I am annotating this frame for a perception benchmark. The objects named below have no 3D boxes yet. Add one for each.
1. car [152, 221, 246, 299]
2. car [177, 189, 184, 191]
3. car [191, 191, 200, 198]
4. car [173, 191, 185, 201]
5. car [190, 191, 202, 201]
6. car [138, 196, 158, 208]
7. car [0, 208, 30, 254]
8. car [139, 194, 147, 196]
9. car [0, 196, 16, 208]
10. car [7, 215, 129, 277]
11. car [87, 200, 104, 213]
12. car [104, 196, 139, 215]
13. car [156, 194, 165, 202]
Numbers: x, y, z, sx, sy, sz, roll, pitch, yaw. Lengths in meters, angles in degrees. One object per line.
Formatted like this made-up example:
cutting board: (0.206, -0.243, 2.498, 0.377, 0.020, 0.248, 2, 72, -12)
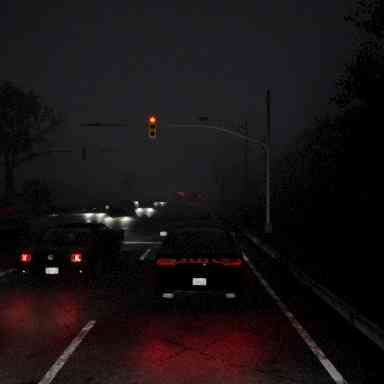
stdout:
car: (0.153, 1.478, 8.522, 1.882, 1.535, 5.008, 0, 0, 0)
car: (-2.689, 0.173, 77.247, 2.097, 1.767, 4.553, 0, 3, 1)
car: (0.815, 0.561, 77.603, 1.895, 1.301, 4.718, 0, 3, 1)
car: (-2.808, 1.070, 66.869, 2.033, 1.411, 5.357, 0, 3, 1)
car: (0.792, 0.738, 66.938, 2.150, 2.045, 5.566, 0, 3, 1)
car: (-6.612, 1.601, 48.748, 1.895, 1.301, 4.718, 0, 0, 1)
car: (-7.034, 1.491, 10.747, 2.128, 1.511, 4.902, 0, 0, 0)
car: (-9.843, 1.128, 66.095, 1.994, 1.385, 4.181, 0, 3, 1)
car: (-10.486, 1.222, 15.716, 2.150, 2.045, 5.566, 0, 0, 1)
car: (-3.373, 1.601, 10.199, 1.895, 1.301, 4.718, 0, 0, -1)
car: (-10.246, 1.563, 37.068, 1.994, 1.385, 4.181, 0, 0, 1)
car: (-6.798, 1.478, 32.694, 1.882, 1.535, 5.008, 0, 0, 1)
car: (-6.361, 1.170, 65.284, 1.994, 1.385, 4.181, 0, 3, 1)
